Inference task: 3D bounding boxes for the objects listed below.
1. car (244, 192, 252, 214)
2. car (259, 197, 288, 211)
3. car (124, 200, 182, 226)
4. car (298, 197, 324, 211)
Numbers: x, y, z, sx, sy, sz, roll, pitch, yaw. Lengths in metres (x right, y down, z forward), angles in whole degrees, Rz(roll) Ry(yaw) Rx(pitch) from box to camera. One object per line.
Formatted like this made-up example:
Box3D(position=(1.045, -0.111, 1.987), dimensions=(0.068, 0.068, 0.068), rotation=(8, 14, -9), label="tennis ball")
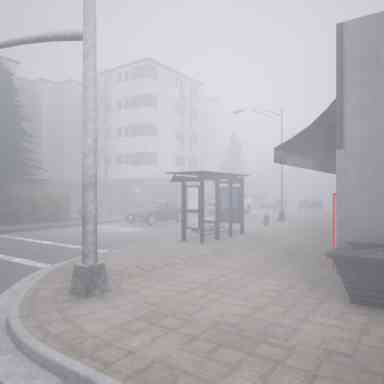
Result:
Box3D(position=(3.544, 1.045, 30.373), dimensions=(2.150, 2.045, 5.566), rotation=(0, 0, 36), label="car")
Box3D(position=(9.488, 1.301, 38.587), dimensions=(1.882, 1.535, 5.008), rotation=(0, 0, 36), label="car")
Box3D(position=(-2.342, 1.328, 22.191), dimensions=(1.837, 1.490, 4.892), rotation=(0, 0, 36), label="car")
Box3D(position=(13.718, 1.328, 38.217), dimensions=(1.837, 1.490, 4.892), rotation=(0, 0, 36), label="car")
